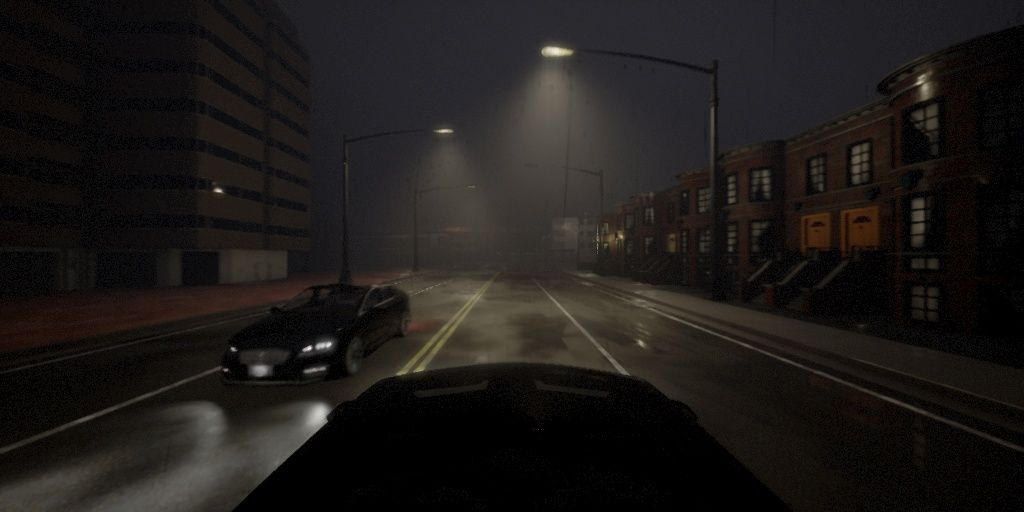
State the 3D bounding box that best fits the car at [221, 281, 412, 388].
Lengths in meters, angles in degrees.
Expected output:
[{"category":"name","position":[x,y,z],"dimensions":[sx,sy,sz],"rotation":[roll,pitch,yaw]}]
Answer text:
[{"category":"car","position":[-3.509,1.314,7.454],"dimensions":[2.128,1.511,4.902],"rotation":[0,1,0]}]
